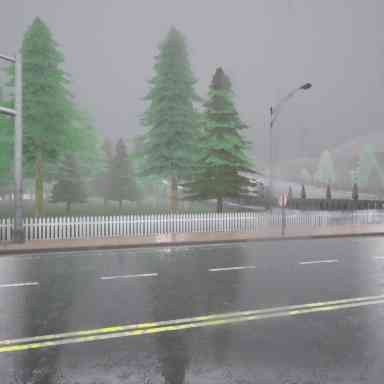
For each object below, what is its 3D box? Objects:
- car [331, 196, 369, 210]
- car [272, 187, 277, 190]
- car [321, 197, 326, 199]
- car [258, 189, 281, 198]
[{"bbox_3d":[18.313,1.339,37.815,2.097,1.767,4.553,0,0,-19],"label":"car"},{"bbox_3d":[14.046,-0.036,60.841,2.150,2.045,5.566,0,6,-18],"label":"car"},{"bbox_3d":[19.144,1.437,46.024,1.895,1.301,4.718,0,2,-19],"label":"car"},{"bbox_3d":[12.914,0.891,53.302,2.033,1.411,5.357,0,4,-19],"label":"car"}]
